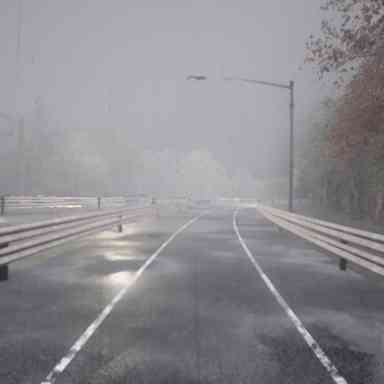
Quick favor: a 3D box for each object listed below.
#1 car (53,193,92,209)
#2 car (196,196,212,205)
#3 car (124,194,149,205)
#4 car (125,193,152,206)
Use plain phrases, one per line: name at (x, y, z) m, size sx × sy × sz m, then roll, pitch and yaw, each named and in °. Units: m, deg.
car at (-13.331, 0.961, 37.412) m, size 2.097 × 1.767 × 4.553 m, roll 0°, pitch -1°, yaw 26°
car at (2.576, 1.737, 70.432) m, size 2.097 × 1.767 × 4.553 m, roll 0°, pitch -1°, yaw 25°
car at (-10.034, 1.369, 60.310) m, size 2.097 × 1.767 × 4.553 m, roll 0°, pitch -1°, yaw 26°
car at (-8.584, 1.163, 55.256) m, size 2.150 × 2.045 × 5.566 m, roll 0°, pitch -1°, yaw 26°
